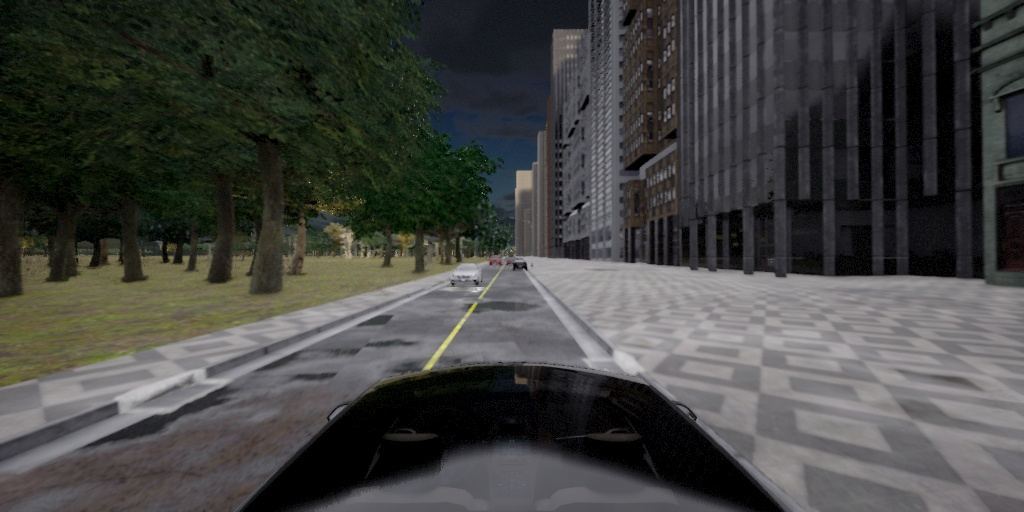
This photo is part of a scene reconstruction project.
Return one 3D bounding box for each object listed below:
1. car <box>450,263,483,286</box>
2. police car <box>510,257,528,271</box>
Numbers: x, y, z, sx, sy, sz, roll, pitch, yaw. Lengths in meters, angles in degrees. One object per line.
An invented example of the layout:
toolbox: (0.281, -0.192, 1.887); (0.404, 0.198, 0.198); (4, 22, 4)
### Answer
car: (-3.098, 1.243, 25.145); (1.812, 1.442, 4.674); (0, 0, 0)
police car: (1.045, 1.086, 47.297); (1.930, 1.638, 5.238); (0, 0, 0)
